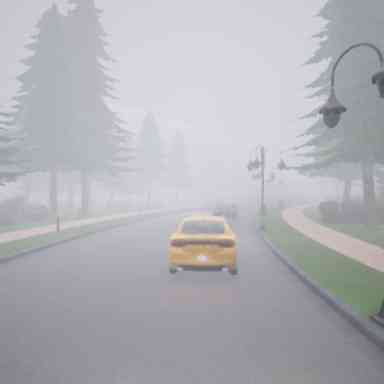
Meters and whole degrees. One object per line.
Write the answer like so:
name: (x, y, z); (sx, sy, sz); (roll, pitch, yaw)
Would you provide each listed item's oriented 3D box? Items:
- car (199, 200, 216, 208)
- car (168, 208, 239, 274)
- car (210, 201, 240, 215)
car: (2.329, 1.682, 40.255); (1.895, 1.301, 4.718); (0, 0, 18)
car: (0.416, 1.499, 10.775); (1.882, 1.535, 5.008); (0, 0, 4)
car: (3.106, 1.660, 29.379); (1.895, 1.301, 4.718); (0, 0, 13)
